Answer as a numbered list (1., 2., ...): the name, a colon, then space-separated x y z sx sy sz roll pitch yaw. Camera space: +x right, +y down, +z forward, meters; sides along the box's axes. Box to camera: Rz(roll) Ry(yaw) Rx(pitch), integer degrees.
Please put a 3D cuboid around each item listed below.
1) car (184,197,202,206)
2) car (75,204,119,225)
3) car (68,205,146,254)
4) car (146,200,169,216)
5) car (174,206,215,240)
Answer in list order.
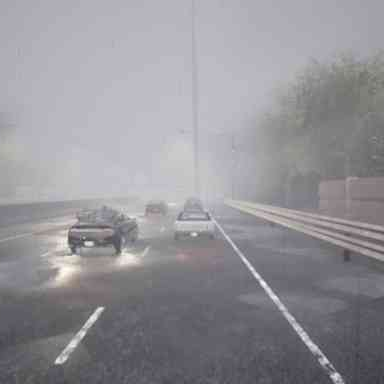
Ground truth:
1. car: 0.086 1.362 40.014 2.097 1.767 4.553 0 0 0
2. car: -6.903 1.602 24.733 1.895 1.301 4.718 0 0 0
3. car: -3.402 1.491 13.432 2.128 1.511 4.902 0 0 0
4. car: -3.407 1.483 32.900 1.882 1.535 5.008 0 0 0
5. car: 0.097 1.600 17.117 1.895 1.301 4.718 0 0 0
